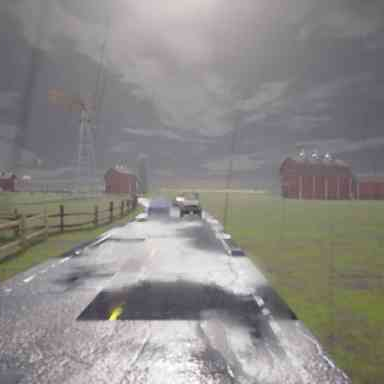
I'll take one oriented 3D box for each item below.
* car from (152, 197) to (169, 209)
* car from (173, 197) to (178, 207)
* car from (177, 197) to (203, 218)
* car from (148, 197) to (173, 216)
[{"bbox_3d":[-4.019,1.356,41.931,1.994,1.385,4.181,0,0,-7],"label":"car"},{"bbox_3d":[-1.720,1.341,45.118,1.994,1.385,4.181,0,0,-9],"label":"car"},{"bbox_3d":[-0.133,1.372,28.828,1.837,1.490,4.892,0,0,-3],"label":"car"},{"bbox_3d":[-3.007,1.330,31.267,1.882,1.535,5.008,0,0,-2],"label":"car"}]
